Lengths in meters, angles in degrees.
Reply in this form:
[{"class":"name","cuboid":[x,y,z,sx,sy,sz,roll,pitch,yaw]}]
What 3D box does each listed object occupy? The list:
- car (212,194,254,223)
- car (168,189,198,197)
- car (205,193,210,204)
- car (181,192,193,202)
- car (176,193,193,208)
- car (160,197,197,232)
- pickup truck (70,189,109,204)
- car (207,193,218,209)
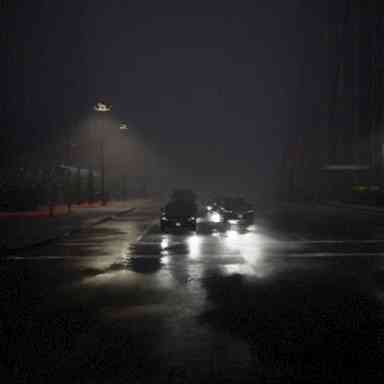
[{"class":"car","cuboid":[2.765,1.117,21.802,2.128,1.511,4.902,-1,1,-1]},{"class":"car","cuboid":[-0.761,0.785,28.027,2.150,2.045,5.566,-1,1,0]},{"class":"car","cuboid":[2.688,0.845,41.431,1.812,1.442,4.674,-1,1,0]},{"class":"car","cuboid":[-0.790,0.775,52.929,1.895,1.301,4.718,-1,1,0]},{"class":"car","cuboid":[-0.807,0.905,38.492,1.837,1.490,4.892,-1,1,0]},{"class":"car","cuboid":[-0.723,1.240,18.324,1.812,1.442,4.674,-1,1,-1]},{"class":"pickup truck","cuboid":[-13.869,0.501,44.071,2.390,2.098,6.274,0,1,30]},{"class":"car","cuboid":[2.732,1.081,31.154,1.895,1.301,4.718,-1,1,0]}]
